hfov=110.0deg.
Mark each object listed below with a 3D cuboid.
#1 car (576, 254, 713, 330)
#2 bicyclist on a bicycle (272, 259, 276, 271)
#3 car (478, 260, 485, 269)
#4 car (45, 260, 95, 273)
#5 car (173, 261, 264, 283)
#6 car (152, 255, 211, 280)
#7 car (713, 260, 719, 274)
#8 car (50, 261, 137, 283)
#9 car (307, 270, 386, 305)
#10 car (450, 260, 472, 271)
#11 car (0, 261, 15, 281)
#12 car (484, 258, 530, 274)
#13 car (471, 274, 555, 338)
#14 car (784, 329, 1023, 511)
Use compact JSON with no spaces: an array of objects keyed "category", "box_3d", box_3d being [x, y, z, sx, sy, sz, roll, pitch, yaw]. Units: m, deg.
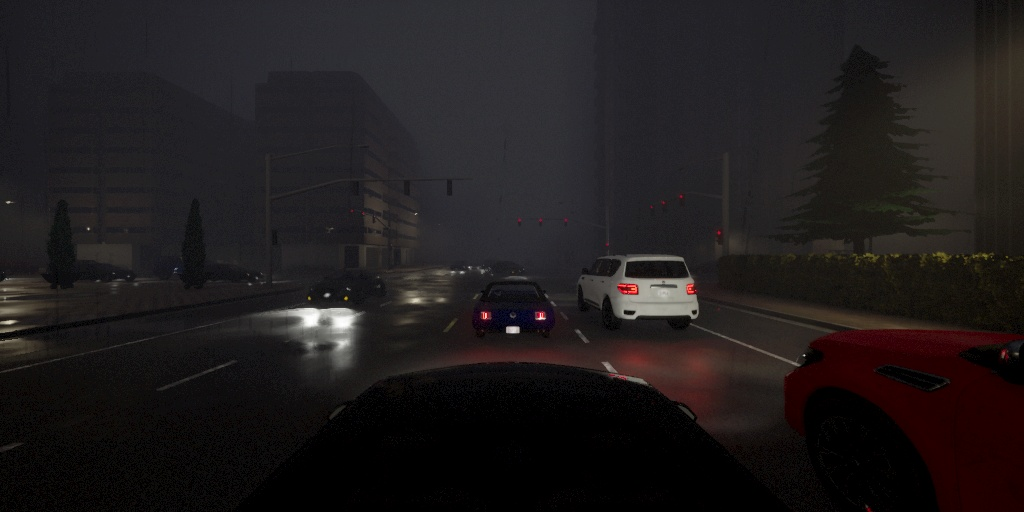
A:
[{"category":"car","box_3d":[3.575,0.971,11.300,2.150,2.045,5.566,0,0,-2]},{"category":"bicyclist on a bicycle","box_3d":[-28.697,1.051,42.836,0.582,1.620,1.656,0,0,0]},{"category":"car","box_3d":[-3.675,1.253,55.473,1.837,1.490,4.892,0,0,0]},{"category":"car","box_3d":[-36.971,1.102,30.927,4.553,1.767,2.097,0,0,1]},{"category":"car","box_3d":[-22.006,1.297,27.272,5.357,1.411,2.033,0,0,1]},{"category":"car","box_3d":[-27.502,0.972,30.842,5.566,2.045,2.150,0,0,0]},{"category":"car","box_3d":[20.822,1.228,37.631,5.008,1.535,1.882,0,0,1]},{"category":"car","box_3d":[-31.590,1.276,27.379,4.674,1.442,1.812,0,0,1]},{"category":"car","box_3d":[-7.122,1.314,15.818,1.994,1.385,4.181,0,0,0]},{"category":"car","box_3d":[-7.183,1.297,48.896,2.033,1.411,5.357,0,0,0]},{"category":"car","box_3d":[-41.843,1.276,27.466,4.674,1.442,1.812,0,0,1]},{"category":"car","box_3d":[-0.581,1.255,37.223,1.837,1.490,4.892,-2,1,-34]},{"category":"car","box_3d":[0.044,1.351,10.171,1.895,1.301,4.718,0,0,0]},{"category":"car","box_3d":[3.601,0.971,0.938,2.150,2.045,5.566,0,0,0]}]
